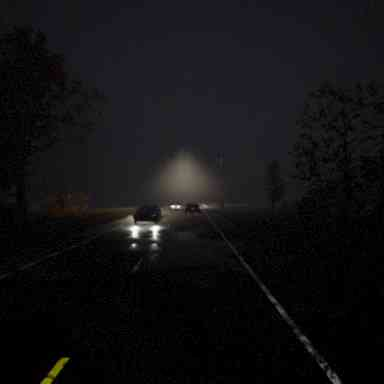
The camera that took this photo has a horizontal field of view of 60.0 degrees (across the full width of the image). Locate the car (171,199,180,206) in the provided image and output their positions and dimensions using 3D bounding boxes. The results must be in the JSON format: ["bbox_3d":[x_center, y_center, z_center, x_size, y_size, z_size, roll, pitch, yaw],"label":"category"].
[{"bbox_3d":[-3.534,2.334,73.663,2.128,1.511,4.902,0,-1,0],"label":"car"}]

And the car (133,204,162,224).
[{"bbox_3d":[-3.609,1.783,27.682,1.882,1.535,5.008,0,-1,0],"label":"car"}]

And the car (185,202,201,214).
[{"bbox_3d":[0.081,2.025,41.896,1.994,1.385,4.181,0,-1,0],"label":"car"}]

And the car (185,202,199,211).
[{"bbox_3d":[-0.001,2.148,49.752,1.895,1.301,4.718,0,-1,0],"label":"car"}]
